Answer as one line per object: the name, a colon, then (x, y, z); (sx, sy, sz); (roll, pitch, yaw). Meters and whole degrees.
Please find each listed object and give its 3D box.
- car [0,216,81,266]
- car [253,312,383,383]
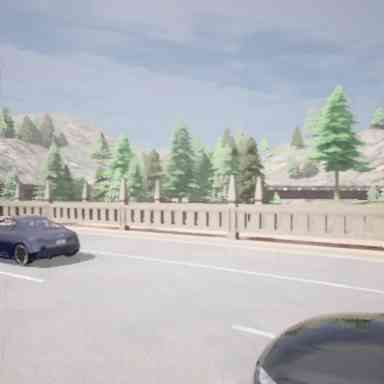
car: (-5.853, 1.531, 11.404); (4.181, 1.385, 1.994); (0, 0, 29)
car: (2.716, 1.477, 1.861); (4.902, 1.511, 2.128); (0, 0, 36)
